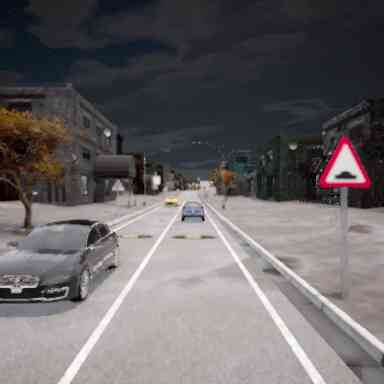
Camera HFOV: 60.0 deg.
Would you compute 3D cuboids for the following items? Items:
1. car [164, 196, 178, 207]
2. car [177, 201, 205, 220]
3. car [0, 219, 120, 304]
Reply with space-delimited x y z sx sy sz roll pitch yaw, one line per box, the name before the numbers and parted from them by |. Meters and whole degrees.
car | -3.066 1.342 49.778 1.882 1.535 5.008 0 0 0
car | 0.102 1.508 27.268 2.033 1.411 5.357 0 0 0
car | -3.097 1.498 8.293 1.837 1.490 4.892 0 0 0
